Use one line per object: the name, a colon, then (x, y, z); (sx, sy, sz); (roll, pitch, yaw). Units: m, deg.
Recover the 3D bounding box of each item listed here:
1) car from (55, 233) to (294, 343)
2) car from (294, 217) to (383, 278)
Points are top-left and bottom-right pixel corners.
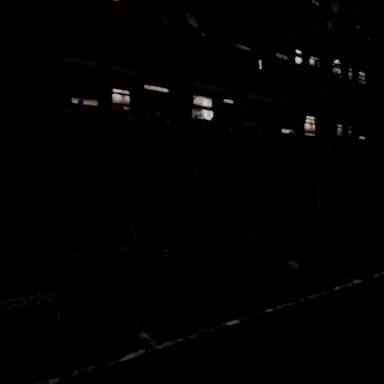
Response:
car: (-0.282, 1.521, 6.379); (4.313, 1.339, 1.947); (-1, 0, -36)
car: (4.338, 1.443, 9.690); (4.313, 1.339, 1.947); (-1, 0, -36)
